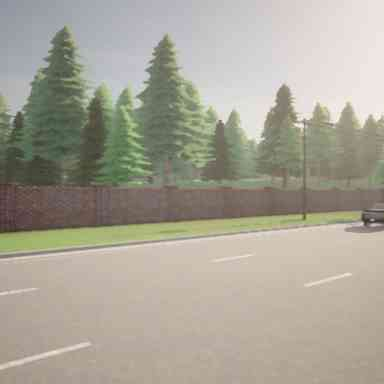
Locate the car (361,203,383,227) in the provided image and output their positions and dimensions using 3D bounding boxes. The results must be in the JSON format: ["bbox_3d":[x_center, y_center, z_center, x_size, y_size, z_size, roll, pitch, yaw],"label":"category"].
[{"bbox_3d":[12.903,1.483,21.556,4.902,1.511,2.128,0,0,-36],"label":"car"}]
